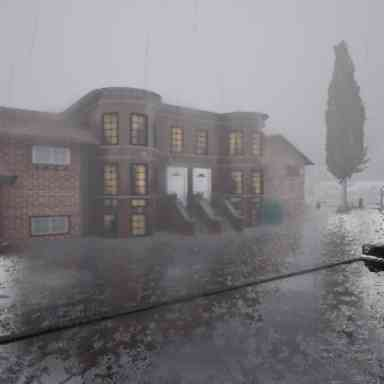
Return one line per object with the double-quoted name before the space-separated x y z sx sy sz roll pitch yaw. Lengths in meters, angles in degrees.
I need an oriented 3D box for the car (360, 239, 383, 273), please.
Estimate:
"car" 6.786 1.591 9.440 4.718 1.301 1.895 0 0 -35
